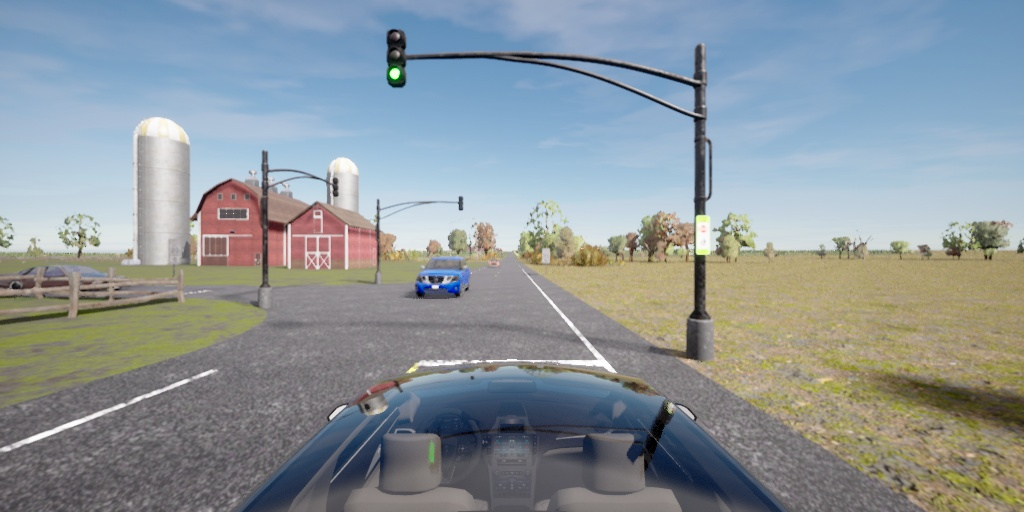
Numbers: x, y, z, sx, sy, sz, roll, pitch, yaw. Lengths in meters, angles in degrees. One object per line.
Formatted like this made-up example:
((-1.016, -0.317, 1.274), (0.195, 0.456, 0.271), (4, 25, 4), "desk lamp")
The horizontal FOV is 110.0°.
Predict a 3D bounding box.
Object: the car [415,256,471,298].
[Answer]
((-3.495, 1.049, 19.152), (2.150, 2.045, 5.566), (0, 0, 0), "car")

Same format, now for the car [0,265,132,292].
((-23.074, 1.187, 18.529), (5.357, 1.411, 2.033), (1, 0, 0), "car")
